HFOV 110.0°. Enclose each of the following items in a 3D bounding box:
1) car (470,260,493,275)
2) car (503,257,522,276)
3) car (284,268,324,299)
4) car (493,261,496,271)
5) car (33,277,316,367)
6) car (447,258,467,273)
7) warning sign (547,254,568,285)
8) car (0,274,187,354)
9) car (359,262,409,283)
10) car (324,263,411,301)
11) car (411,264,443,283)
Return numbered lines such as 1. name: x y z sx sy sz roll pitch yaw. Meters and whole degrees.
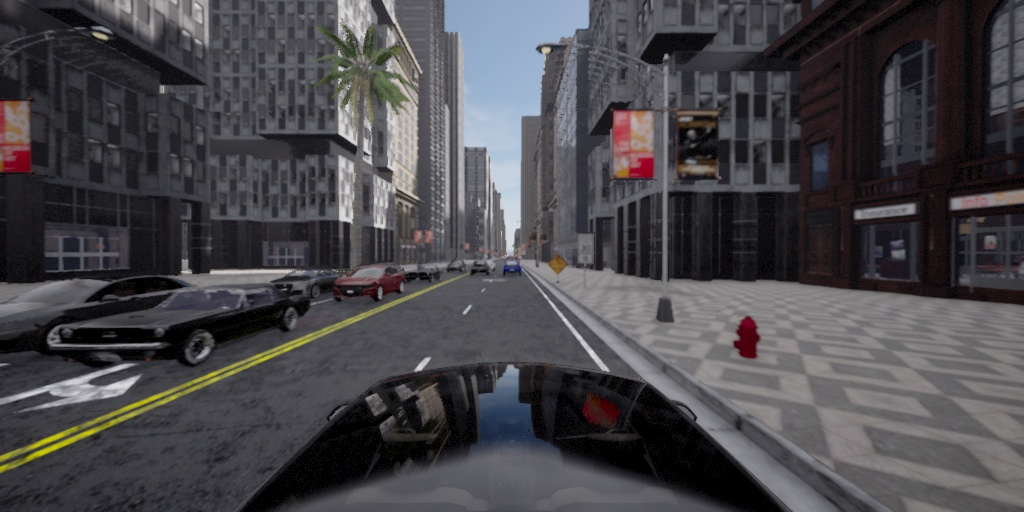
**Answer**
1. car: -3.259 1.219 37.478 1.837 1.490 4.892 0 0 0
2. car: 0.039 1.192 37.285 1.882 1.535 5.008 0 0 1
3. car: -9.845 1.266 17.519 1.994 1.385 4.181 0 0 1
4. car: -3.236 1.279 50.161 1.812 1.442 4.674 0 0 0
5. car: -6.602 1.327 7.999 1.895 1.301 4.718 0 0 -2
6. car: -6.511 1.247 42.721 1.837 1.490 4.892 0 -1 0
7. warning sign: 2.845 0.813 22.330 1.300 1.860 1.060 0 0 0
8. car: -9.884 1.228 8.604 1.837 1.490 4.892 0 0 -2
9. car: -9.850 1.245 28.109 2.033 1.411 5.357 0 0 0
10. car: -6.603 1.181 17.113 1.882 1.535 5.008 0 0 0
11. car: -6.597 1.299 27.266 1.895 1.301 4.718 0 0 0
